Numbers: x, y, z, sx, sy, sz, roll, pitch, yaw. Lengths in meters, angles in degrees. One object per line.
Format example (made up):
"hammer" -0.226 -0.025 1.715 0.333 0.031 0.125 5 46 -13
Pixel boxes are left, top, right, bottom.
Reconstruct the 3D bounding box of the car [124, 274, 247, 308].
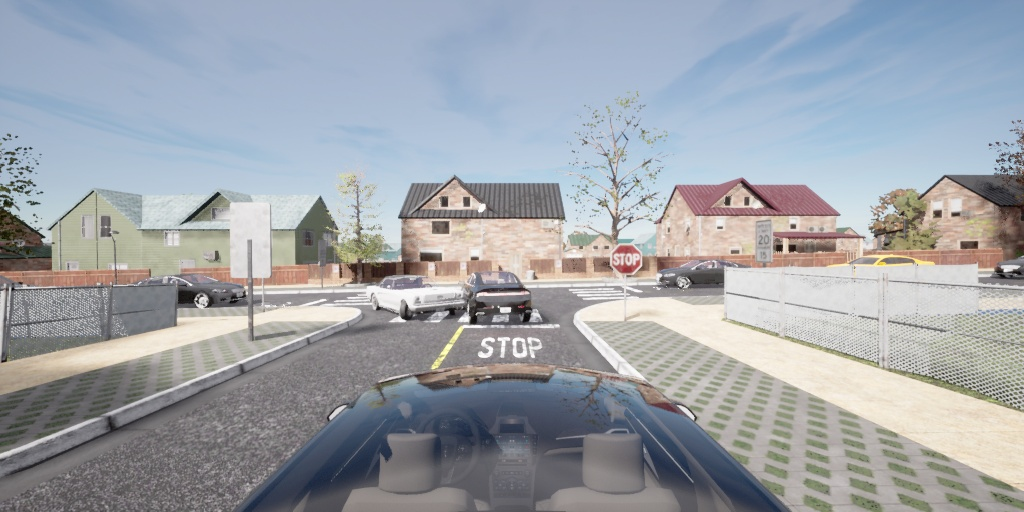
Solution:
"car" -14.894 1.566 16.368 4.902 1.511 2.128 -1 1 0

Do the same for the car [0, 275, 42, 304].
"car" -24.231 1.648 16.333 4.553 1.767 2.097 -1 1 0

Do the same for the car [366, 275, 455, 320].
"car" -3.596 1.367 12.866 1.895 1.301 4.718 0 0 -38

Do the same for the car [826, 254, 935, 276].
"car" 19.771 0.690 19.439 5.008 1.535 1.882 -1 1 0

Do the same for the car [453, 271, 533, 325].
"car" -0.679 1.242 12.005 2.128 1.511 4.902 0 0 -12

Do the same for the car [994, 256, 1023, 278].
"car" 29.396 0.478 19.470 4.902 1.511 2.128 -1 1 0

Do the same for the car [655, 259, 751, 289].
"car" 10.341 0.925 19.408 4.902 1.511 2.128 -1 1 0
